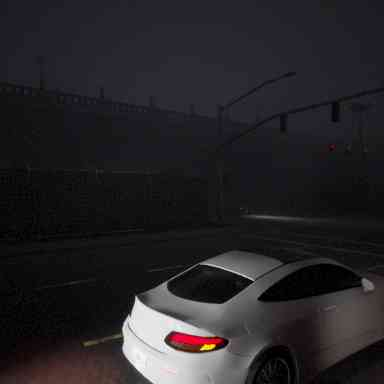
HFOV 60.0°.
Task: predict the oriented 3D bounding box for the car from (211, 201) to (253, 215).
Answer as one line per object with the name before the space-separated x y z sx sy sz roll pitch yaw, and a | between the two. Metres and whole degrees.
car | 4.127 1.656 34.584 1.895 1.301 4.718 0 0 -36

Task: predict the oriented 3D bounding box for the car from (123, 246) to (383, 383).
car | 1.343 1.526 4.745 4.674 1.442 1.812 0 0 -35
